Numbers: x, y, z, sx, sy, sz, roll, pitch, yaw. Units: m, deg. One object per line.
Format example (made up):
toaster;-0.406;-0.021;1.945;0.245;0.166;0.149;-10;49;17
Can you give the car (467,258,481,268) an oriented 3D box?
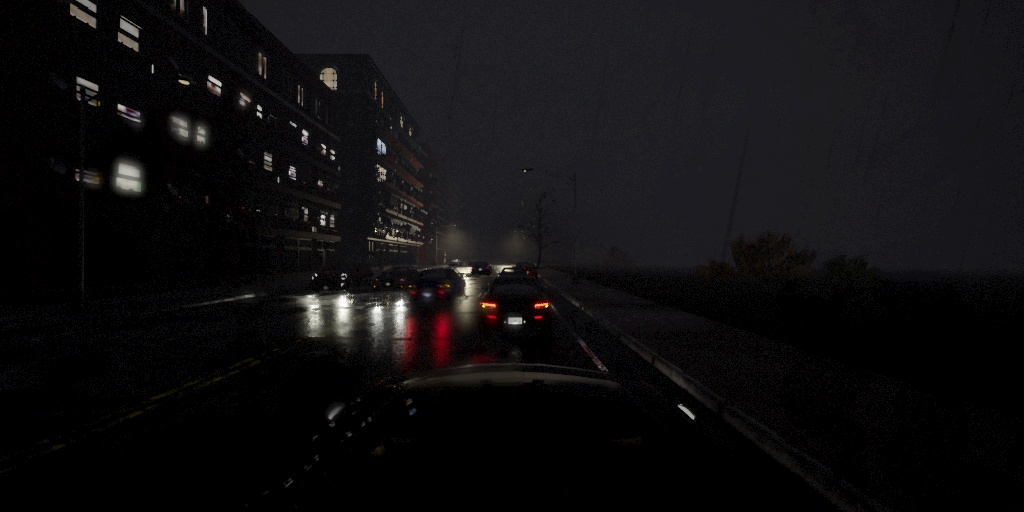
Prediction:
car;-6.686;1.229;63.986;1.882;1.535;5.008;0;0;0

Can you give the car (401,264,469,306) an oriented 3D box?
car;-3.181;1.278;15.794;1.812;1.442;4.674;0;0;0

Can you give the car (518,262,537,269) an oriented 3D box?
car;1.079;1.232;29.977;1.882;1.535;5.008;0;0;0

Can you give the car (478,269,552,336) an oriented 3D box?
car;0.074;1.277;10.282;1.812;1.442;4.674;0;0;0

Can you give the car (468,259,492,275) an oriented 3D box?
car;-3.227;1.318;38.554;1.994;1.385;4.181;0;0;0

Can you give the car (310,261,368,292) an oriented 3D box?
car;-9.891;1.105;21.267;2.097;1.767;4.553;0;0;0

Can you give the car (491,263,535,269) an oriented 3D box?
car;0.062;1.317;20.449;1.994;1.385;4.181;0;0;0

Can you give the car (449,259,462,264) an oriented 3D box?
car;-9.931;1.299;63.508;2.033;1.411;5.357;0;0;0

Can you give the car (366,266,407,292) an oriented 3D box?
car;-6.641;1.317;21.193;1.994;1.385;4.181;0;0;0
